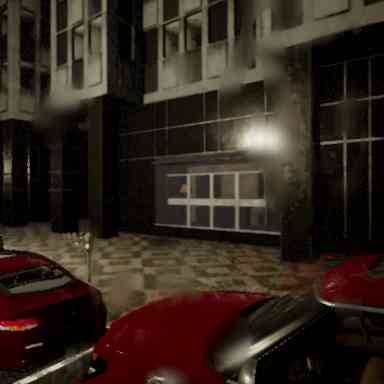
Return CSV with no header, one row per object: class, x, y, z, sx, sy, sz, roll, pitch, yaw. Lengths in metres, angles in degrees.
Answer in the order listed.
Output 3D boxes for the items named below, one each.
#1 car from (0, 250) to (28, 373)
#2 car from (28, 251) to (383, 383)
car,-3.094,1.578,5.170,4.206,1.307,1.802,0,0,35
car,1.470,1.315,1.921,5.009,1.841,2.192,0,0,35
